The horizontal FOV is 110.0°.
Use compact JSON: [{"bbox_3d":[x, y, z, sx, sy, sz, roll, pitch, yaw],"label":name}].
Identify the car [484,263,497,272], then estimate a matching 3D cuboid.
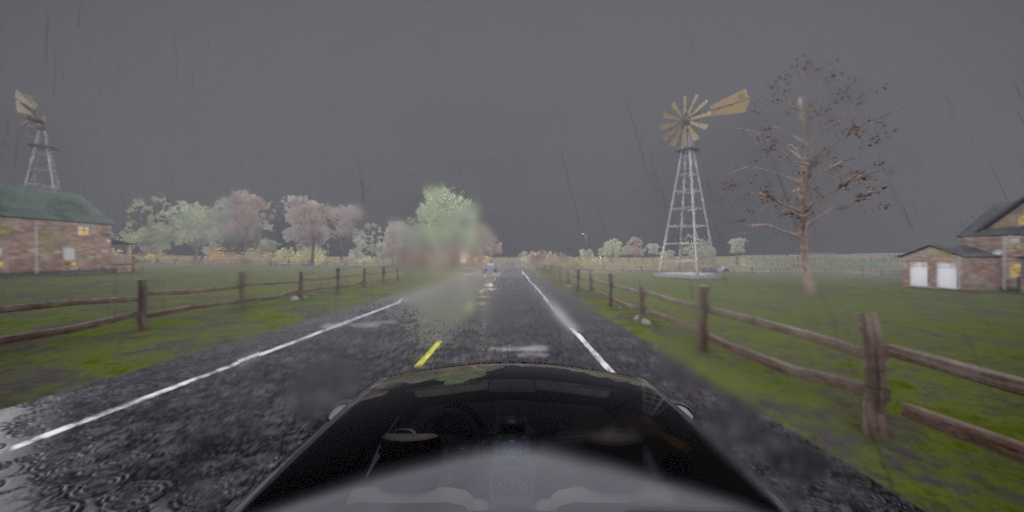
[{"bbox_3d":[-3.526,1.900,59.968,1.812,1.442,4.674,0,-1,0],"label":"car"}]
